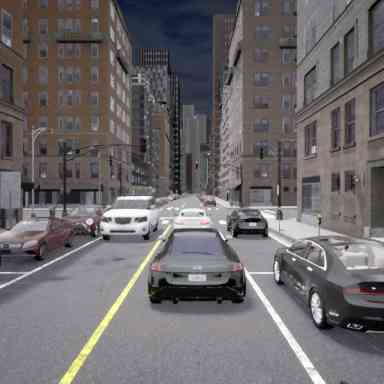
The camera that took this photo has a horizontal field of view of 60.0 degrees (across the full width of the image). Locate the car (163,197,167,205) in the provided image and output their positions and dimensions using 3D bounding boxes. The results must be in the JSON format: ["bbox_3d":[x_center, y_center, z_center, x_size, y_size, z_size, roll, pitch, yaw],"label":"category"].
[{"bbox_3d":[-5.588,1.617,54.839,1.802,1.307,4.206,0,0,0],"label":"car"}]

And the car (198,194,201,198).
[{"bbox_3d":[2.994,1.523,76.454,1.967,1.590,4.097,0,0,0],"label":"car"}]

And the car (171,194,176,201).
[{"bbox_3d":[-5.516,1.624,81.711,1.752,1.417,4.829,0,0,0],"label":"car"}]

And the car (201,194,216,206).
[{"bbox_3d":[2.936,1.475,54.819,1.967,1.590,4.097,0,0,0],"label":"car"}]

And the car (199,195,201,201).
[{"bbox_3d":[2.966,1.606,65.636,2.008,1.369,4.403,0,0,0],"label":"car"}]

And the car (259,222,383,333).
[{"bbox_3d":[2.860,1.550,6.726,2.008,1.369,4.403,0,0,0],"label":"car"}]

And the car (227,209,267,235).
[{"bbox_3d":[2.870,1.566,17.728,1.947,1.339,4.313,0,0,0],"label":"car"}]

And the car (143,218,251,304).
[{"bbox_3d":[0.089,1.564,8.192,1.994,1.385,4.181,0,0,0],"label":"car"}]

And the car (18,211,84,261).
[{"bbox_3d":[-5.660,1.582,12.235,1.802,1.307,4.206,0,0,0],"label":"car"}]

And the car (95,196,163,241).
[{"bbox_3d":[-2.985,1.224,17.061,2.150,2.045,5.566,0,0,0],"label":"car"}]

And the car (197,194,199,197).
[{"bbox_3d":[3.023,1.559,87.272,1.967,1.590,4.097,0,0,0],"label":"car"}]

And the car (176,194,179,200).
[{"bbox_3d":[-5.488,1.455,92.699,2.192,1.841,5.009,0,0,0],"label":"car"}]

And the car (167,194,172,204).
[{"bbox_3d":[-5.559,1.605,65.656,2.008,1.369,4.403,0,0,0],"label":"car"}]

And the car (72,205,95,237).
[{"bbox_3d":[-5.655,1.440,17.736,1.967,1.590,4.097,0,0,0],"label":"car"}]

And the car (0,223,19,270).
[{"bbox_3d":[-5.665,1.565,6.733,1.947,1.339,4.313,0,0,0],"label":"car"}]

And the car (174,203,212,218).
[{"bbox_3d":[0.049,1.526,16.951,1.812,1.442,4.674,0,0,1],"label":"car"}]

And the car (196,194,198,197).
[{"bbox_3d":[3.037,1.455,92.682,2.192,1.841,5.009,0,0,0],"label":"car"}]

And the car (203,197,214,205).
[{"bbox_3d":[2.951,1.570,60.398,1.752,1.417,4.829,0,0,0],"label":"car"}]
